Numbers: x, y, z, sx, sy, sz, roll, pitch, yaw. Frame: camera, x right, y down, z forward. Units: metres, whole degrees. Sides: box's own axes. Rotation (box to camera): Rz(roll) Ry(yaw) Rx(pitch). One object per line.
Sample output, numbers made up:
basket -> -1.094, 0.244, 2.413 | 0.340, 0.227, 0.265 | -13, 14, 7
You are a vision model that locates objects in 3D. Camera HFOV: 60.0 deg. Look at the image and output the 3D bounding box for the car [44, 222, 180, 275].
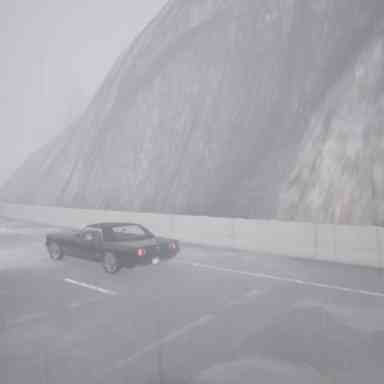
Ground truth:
car -> -2.734, 1.618, 10.605 | 4.718, 1.301, 1.895 | 0, 0, 39
